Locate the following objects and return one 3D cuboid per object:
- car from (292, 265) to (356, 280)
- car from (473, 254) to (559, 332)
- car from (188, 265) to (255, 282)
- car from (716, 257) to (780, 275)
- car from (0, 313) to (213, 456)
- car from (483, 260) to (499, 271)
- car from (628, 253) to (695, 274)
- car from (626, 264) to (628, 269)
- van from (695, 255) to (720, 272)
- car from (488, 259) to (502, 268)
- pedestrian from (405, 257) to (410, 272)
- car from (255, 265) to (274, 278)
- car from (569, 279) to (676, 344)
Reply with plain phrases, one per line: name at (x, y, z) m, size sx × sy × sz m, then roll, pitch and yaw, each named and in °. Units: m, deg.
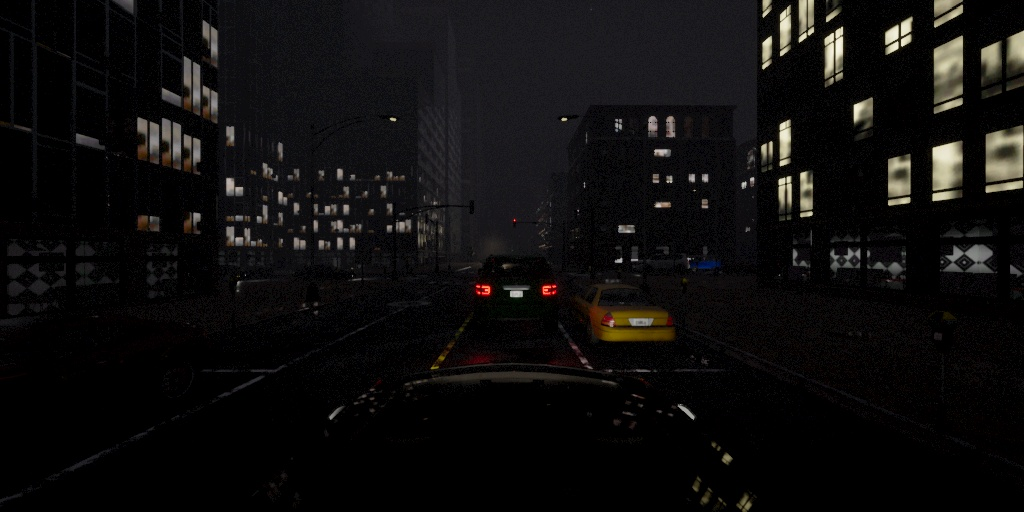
car at (-17.707, 1.514, 33.824) m, size 5.357 × 1.411 × 2.033 m, roll -1°, pitch 0°, yaw -1°
car at (0.094, 0.971, 10.983) m, size 2.150 × 2.045 × 5.566 m, roll 0°, pitch 0°, yaw 0°
car at (-27.521, 1.602, 33.694) m, size 4.892 × 1.490 × 1.837 m, roll -1°, pitch 0°, yaw -1°
car at (21.071, 1.019, 31.823) m, size 4.507 × 1.381 × 1.888 m, roll 0°, pitch 0°, yaw -1°
car at (-5.316, 1.332, 3.695) m, size 1.802 × 1.307 × 4.207 m, roll 0°, pitch 0°, yaw 0°
car at (-2.861, 1.299, 50.632) m, size 2.033 × 1.411 × 5.357 m, roll 0°, pitch 0°, yaw -1°
car at (15.414, 0.755, 37.176) m, size 5.566 × 2.045 × 2.150 m, roll -1°, pitch 0°, yaw -1°
car at (15.304, 0.844, 39.641) m, size 5.009 × 1.841 × 2.192 m, roll 0°, pitch 0°, yaw -1°
van at (20.959, 0.800, 39.703) m, size 3.998 × 1.789 × 1.690 m, roll 0°, pitch 0°, yaw -1°
car at (-2.858, 1.300, 60.768) m, size 2.033 × 1.411 × 5.357 m, roll 0°, pitch 0°, yaw 0°
pedestrian at (-12.371, 1.020, 42.257) m, size 0.375 × 1.860 × 0.375 m, roll 0°, pitch 1°, yaw -1°
car at (-28.422, 1.648, 39.064) m, size 4.403 × 1.370 × 2.007 m, roll 0°, pitch 0°, yaw -1°
car at (2.561, 1.275, 9.429) m, size 1.751 × 1.417 × 4.829 m, roll 0°, pitch 0°, yaw 0°
